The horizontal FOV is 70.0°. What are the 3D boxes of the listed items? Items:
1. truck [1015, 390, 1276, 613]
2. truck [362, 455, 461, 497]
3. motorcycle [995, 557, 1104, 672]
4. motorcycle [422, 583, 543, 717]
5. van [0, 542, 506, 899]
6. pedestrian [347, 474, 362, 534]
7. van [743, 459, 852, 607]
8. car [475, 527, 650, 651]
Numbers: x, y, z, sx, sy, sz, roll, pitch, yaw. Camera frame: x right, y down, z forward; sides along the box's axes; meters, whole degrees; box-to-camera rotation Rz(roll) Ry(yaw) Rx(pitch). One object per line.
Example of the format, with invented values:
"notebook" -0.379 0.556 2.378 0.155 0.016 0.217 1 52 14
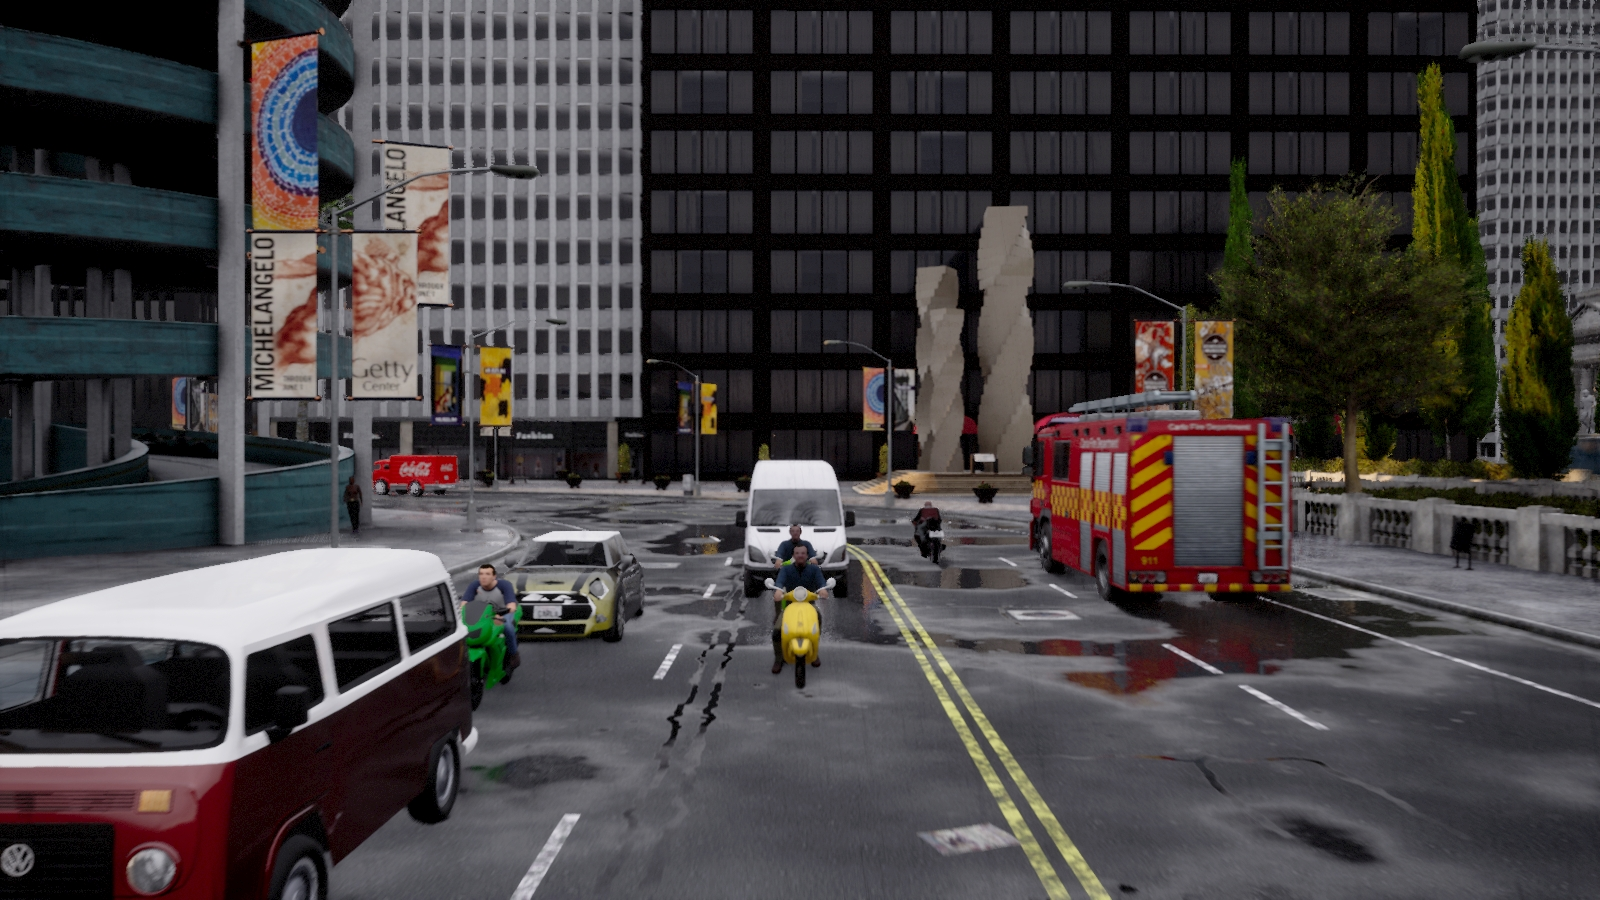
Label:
"truck" 6.715 0.885 23.797 2.891 3.827 8.468 0 0 0
"truck" -23.743 1.552 69.893 5.204 2.467 2.627 0 0 20
"motorcycle" 3.372 2.201 15.671 0.867 1.251 2.209 -1 0 -4
"motorcycle" -3.540 2.209 12.939 0.803 1.145 2.033 0 0 0
"van" -3.539 1.783 7.383 2.069 2.038 4.480 0 0 1
"pedestrian" -13.953 1.688 35.775 0.375 1.860 0.375 0 0 -9
"van" -0.149 1.525 23.641 1.988 2.561 5.915 0 1 -2
"car" -3.555 2.060 17.801 1.970 1.475 3.806 0 0 -1
